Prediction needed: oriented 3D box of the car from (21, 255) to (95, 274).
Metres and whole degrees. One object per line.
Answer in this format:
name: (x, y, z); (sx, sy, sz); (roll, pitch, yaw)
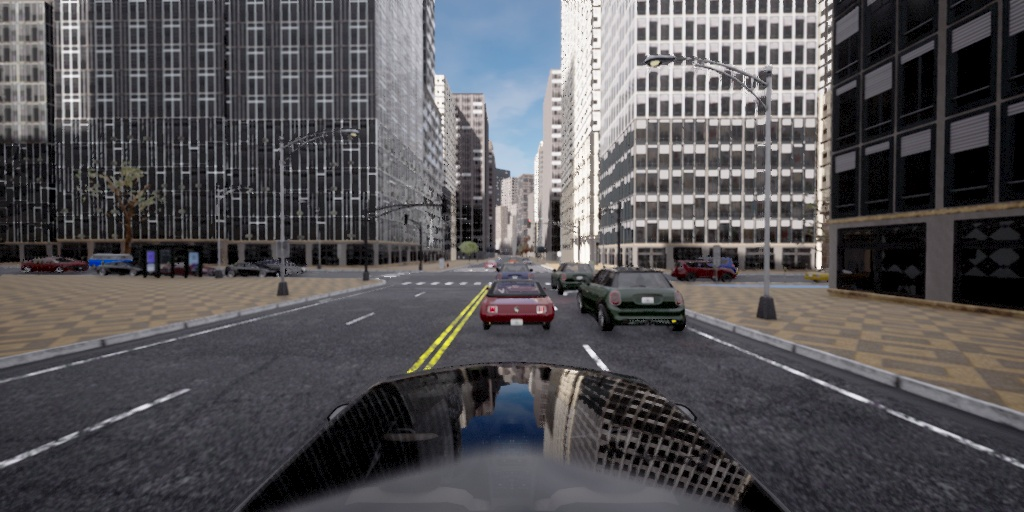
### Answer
car: (-44.062, 0.878, 34.596); (5.008, 1.535, 1.882); (1, 1, 2)

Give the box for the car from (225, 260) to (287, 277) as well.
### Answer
car: (-22.647, 1.203, 31.371); (4.313, 1.339, 1.948); (0, 0, 1)

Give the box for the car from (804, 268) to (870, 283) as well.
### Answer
car: (27.724, 1.611, 30.500); (4.829, 1.417, 1.751); (0, 0, 1)

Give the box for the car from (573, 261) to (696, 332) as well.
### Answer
car: (3.367, 1.108, 10.978); (2.097, 1.767, 4.553); (0, 0, 0)

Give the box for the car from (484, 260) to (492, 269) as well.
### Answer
car: (-3.169, 1.293, 55.376); (1.812, 1.442, 4.674); (0, 0, 0)

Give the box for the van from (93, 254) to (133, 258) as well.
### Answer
van: (-45.177, 0.643, 40.403); (3.998, 1.789, 1.690); (0, 0, 1)

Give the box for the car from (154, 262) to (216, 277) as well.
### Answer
car: (-28.331, 1.167, 31.520); (4.207, 1.307, 1.802); (0, 0, 1)

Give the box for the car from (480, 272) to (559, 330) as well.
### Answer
car: (0.125, 1.356, 11.106); (1.895, 1.301, 4.718); (0, 0, 0)

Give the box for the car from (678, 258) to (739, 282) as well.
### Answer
car: (16.276, 1.300, 30.730); (5.009, 1.841, 2.192); (0, 0, 1)

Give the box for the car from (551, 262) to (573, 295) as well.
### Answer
car: (3.401, 1.112, 20.091); (2.097, 1.767, 4.553); (0, 0, 0)

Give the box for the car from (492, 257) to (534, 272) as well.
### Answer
car: (0.153, 1.112, 20.246); (2.097, 1.767, 4.553); (0, 0, 0)

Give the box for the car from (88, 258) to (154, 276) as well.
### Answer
car: (-34.011, 1.099, 31.710); (4.313, 1.339, 1.948); (0, 0, 1)

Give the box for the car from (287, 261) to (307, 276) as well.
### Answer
car: (-22.132, 1.092, 34.067); (4.902, 1.511, 2.128); (1, 1, 1)
